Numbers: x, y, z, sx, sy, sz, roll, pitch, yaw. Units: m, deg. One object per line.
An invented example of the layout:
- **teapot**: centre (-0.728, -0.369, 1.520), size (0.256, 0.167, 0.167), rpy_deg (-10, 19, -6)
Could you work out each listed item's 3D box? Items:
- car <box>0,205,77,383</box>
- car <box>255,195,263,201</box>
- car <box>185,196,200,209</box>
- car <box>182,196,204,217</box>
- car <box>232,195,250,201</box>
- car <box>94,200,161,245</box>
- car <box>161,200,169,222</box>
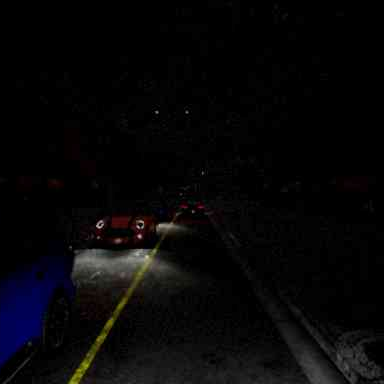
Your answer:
- **car**: centre (-2.845, 1.204, 2.984), size (2.150, 2.045, 5.566), rpy_deg (0, 0, 0)
- **car**: centre (17.267, 1.376, 80.712), size (4.097, 1.590, 1.967), rpy_deg (1, 0, 0)
- **car**: centre (0.090, 1.308, 42.674), size (1.837, 1.490, 4.892), rpy_deg (0, 0, 0)
- **car**: centre (0.078, 1.375, 28.771), size (1.812, 1.442, 4.674), rpy_deg (0, 0, 0)
- **car**: centre (11.833, 1.315, 80.712), size (4.097, 1.590, 1.967), rpy_deg (1, 0, 0)
- **car**: centre (-2.807, 1.262, 14.922), size (2.097, 1.767, 4.553), rpy_deg (0, 0, 0)
- **car**: centre (-2.816, 1.341, 25.308), size (1.882, 1.535, 5.008), rpy_deg (0, 0, 0)
